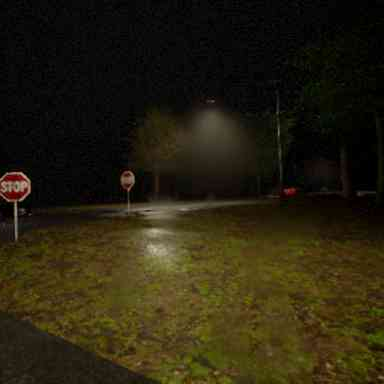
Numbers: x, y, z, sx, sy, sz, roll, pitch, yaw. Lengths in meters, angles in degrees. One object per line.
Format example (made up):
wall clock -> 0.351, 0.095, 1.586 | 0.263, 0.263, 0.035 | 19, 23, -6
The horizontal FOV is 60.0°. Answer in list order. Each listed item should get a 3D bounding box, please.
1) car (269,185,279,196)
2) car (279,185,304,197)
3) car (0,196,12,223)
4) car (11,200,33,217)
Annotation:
car -> 16.863, -0.335, 65.003 | 2.150, 2.045, 5.566 | -3, 0, 35
car -> 15.416, -0.203, 50.614 | 2.097, 1.767, 4.553 | -3, 0, 33
car -> -10.424, 1.056, 12.956 | 2.033, 1.411, 5.357 | -1, 4, 35
car -> -12.970, 1.070, 21.638 | 1.837, 1.490, 4.892 | -3, 0, 35
